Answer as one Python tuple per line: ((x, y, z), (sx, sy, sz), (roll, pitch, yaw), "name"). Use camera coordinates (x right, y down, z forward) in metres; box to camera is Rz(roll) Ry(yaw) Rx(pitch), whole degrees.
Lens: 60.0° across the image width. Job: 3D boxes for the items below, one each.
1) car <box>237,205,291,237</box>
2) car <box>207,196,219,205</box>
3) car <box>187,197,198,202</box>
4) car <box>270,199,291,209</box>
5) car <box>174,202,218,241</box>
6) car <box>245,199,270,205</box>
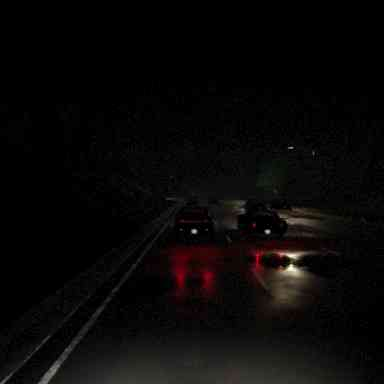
((3.593, 1.599, 17.992), (1.895, 1.301, 4.718), (0, 0, 0), "car")
((3.592, 1.500, 56.958), (1.837, 1.490, 4.892), (0, 0, 0), "car")
((0.090, 1.543, 52.998), (2.033, 1.411, 5.357), (0, 0, 0), "car")
((10.593, 1.520, 40.138), (1.812, 1.442, 4.674), (0, 0, 0), "car")
((0.097, 1.490, 16.740), (2.128, 1.511, 4.902), (0, 0, 0), "car")
((7.091, 1.521, 37.478), (1.812, 1.442, 4.674), (0, 0, 0), "car")
